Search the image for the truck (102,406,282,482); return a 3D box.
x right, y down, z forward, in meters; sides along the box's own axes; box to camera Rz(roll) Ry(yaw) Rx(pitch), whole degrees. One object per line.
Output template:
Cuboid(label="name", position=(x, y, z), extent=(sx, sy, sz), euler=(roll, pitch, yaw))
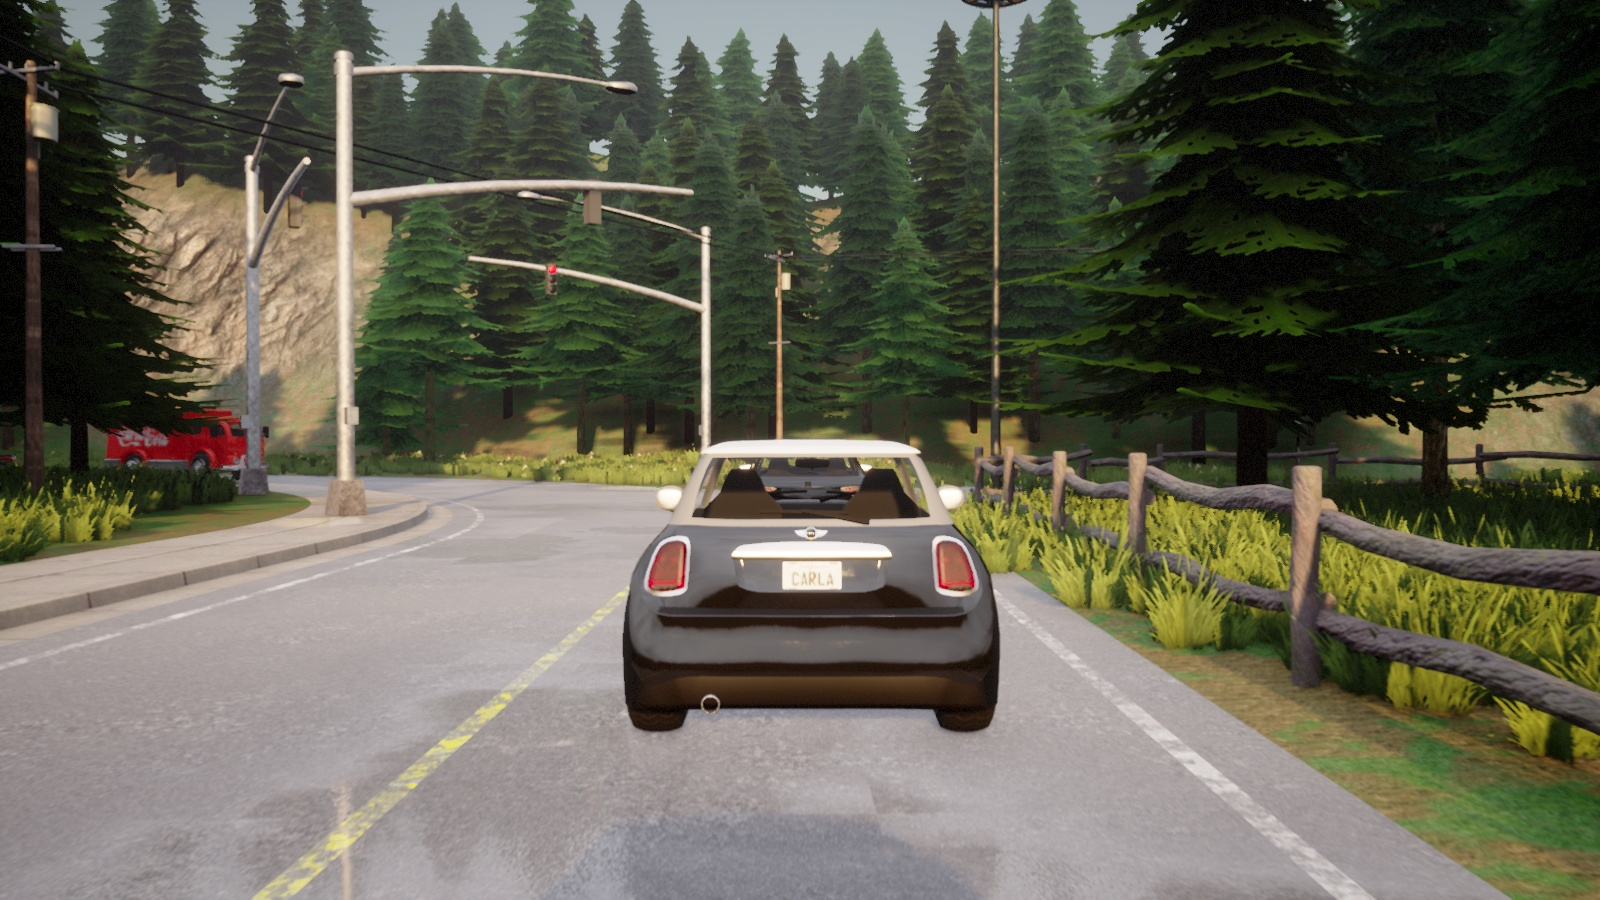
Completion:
Cuboid(label="truck", position=(-20.639, -0.221, 42.657), extent=(5.204, 2.467, 2.627), euler=(0, 0, 21))

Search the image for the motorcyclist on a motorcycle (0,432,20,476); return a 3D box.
Cuboid(label="motorcyclist on a motorcycle", position=(-31.414, 0.149, 48.308), extent=(2.350, 1.649, 0.766), euler=(0, 1, 1))

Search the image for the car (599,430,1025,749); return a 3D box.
Cuboid(label="car", position=(0.060, 0.627, 7.719), extent=(1.970, 1.475, 3.806), euler=(0, 1, 0))
